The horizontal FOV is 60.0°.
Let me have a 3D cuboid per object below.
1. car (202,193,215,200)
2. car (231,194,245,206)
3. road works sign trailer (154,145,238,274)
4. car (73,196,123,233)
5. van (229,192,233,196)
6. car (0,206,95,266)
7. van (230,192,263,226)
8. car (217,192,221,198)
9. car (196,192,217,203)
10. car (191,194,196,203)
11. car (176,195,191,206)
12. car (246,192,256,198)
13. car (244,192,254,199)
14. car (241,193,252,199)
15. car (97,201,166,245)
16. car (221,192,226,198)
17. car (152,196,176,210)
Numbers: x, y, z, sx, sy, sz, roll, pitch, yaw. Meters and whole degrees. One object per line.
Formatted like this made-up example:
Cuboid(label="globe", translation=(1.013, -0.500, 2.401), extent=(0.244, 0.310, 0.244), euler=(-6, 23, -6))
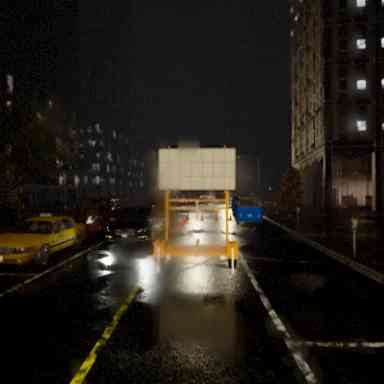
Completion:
Cuboid(label="car", translation=(3.690, 0.924, 73.101), extent=(1.947, 1.339, 4.313), euler=(1, 1, 14))
Cuboid(label="car", translation=(6.273, 1.102, 45.117), extent=(1.752, 1.417, 4.829), euler=(1, 1, 9))
Cuboid(label="road works sign trailer", translation=(0.162, 0.369, 10.234), extent=(2.380, 3.560, 2.880), euler=(0, 1, 3))
Cuboid(label="car", translation=(-4.762, 1.164, 17.044), extent=(2.192, 1.841, 5.009), euler=(1, 1, 3))
Cuboid(label="van", translation=(4.070, 1.084, 27.381), extent=(1.690, 1.788, 3.998), euler=(1, 1, 6))
Cuboid(label="car", translation=(-5.052, 1.426, 11.217), extent=(1.752, 1.417, 4.829), euler=(1, 1, 2))
Cuboid(label="van", translation=(3.573, 1.139, 21.540), extent=(1.690, 1.788, 3.998), euler=(1, 1, 4))
Cuboid(label="car", translation=(5.008, 0.841, 78.264), extent=(1.752, 1.417, 4.829), euler=(1, 1, 15))
Cuboid(label="car", translation=(2.496, 0.850, 55.681), extent=(2.097, 1.767, 4.553), euler=(0, 0, 11))
Cuboid(label="car", translation=(0.119, 1.080, 56.650), extent=(1.802, 1.307, 4.206), euler=(1, 1, 11))
Cuboid(label="car", translation=(-1.785, 1.163, 45.465), extent=(1.947, 1.339, 4.313), euler=(1, 1, 9))
Cuboid(label="car", translation=(14.997, 0.766, 84.260), extent=(1.887, 1.381, 4.507), euler=(1, 1, 17))
Cuboid(label="car", translation=(13.462, 0.710, 78.829), extent=(1.967, 1.590, 4.097), euler=(1, 1, 16))
Cuboid(label="car", translation=(12.011, 0.884, 73.331), extent=(1.947, 1.339, 4.313), euler=(1, 1, 14))
Cuboid(label="car", translation=(-2.388, 1.371, 14.825), extent=(1.837, 1.490, 4.892), euler=(0, 1, 3))
Cuboid(label="car", translation=(8.035, 0.776, 88.970), extent=(2.008, 1.369, 4.403), euler=(1, 1, 17))
Cuboid(label="car", translation=(-3.287, 1.264, 34.163), extent=(1.947, 1.339, 4.313), euler=(1, 1, 6))
